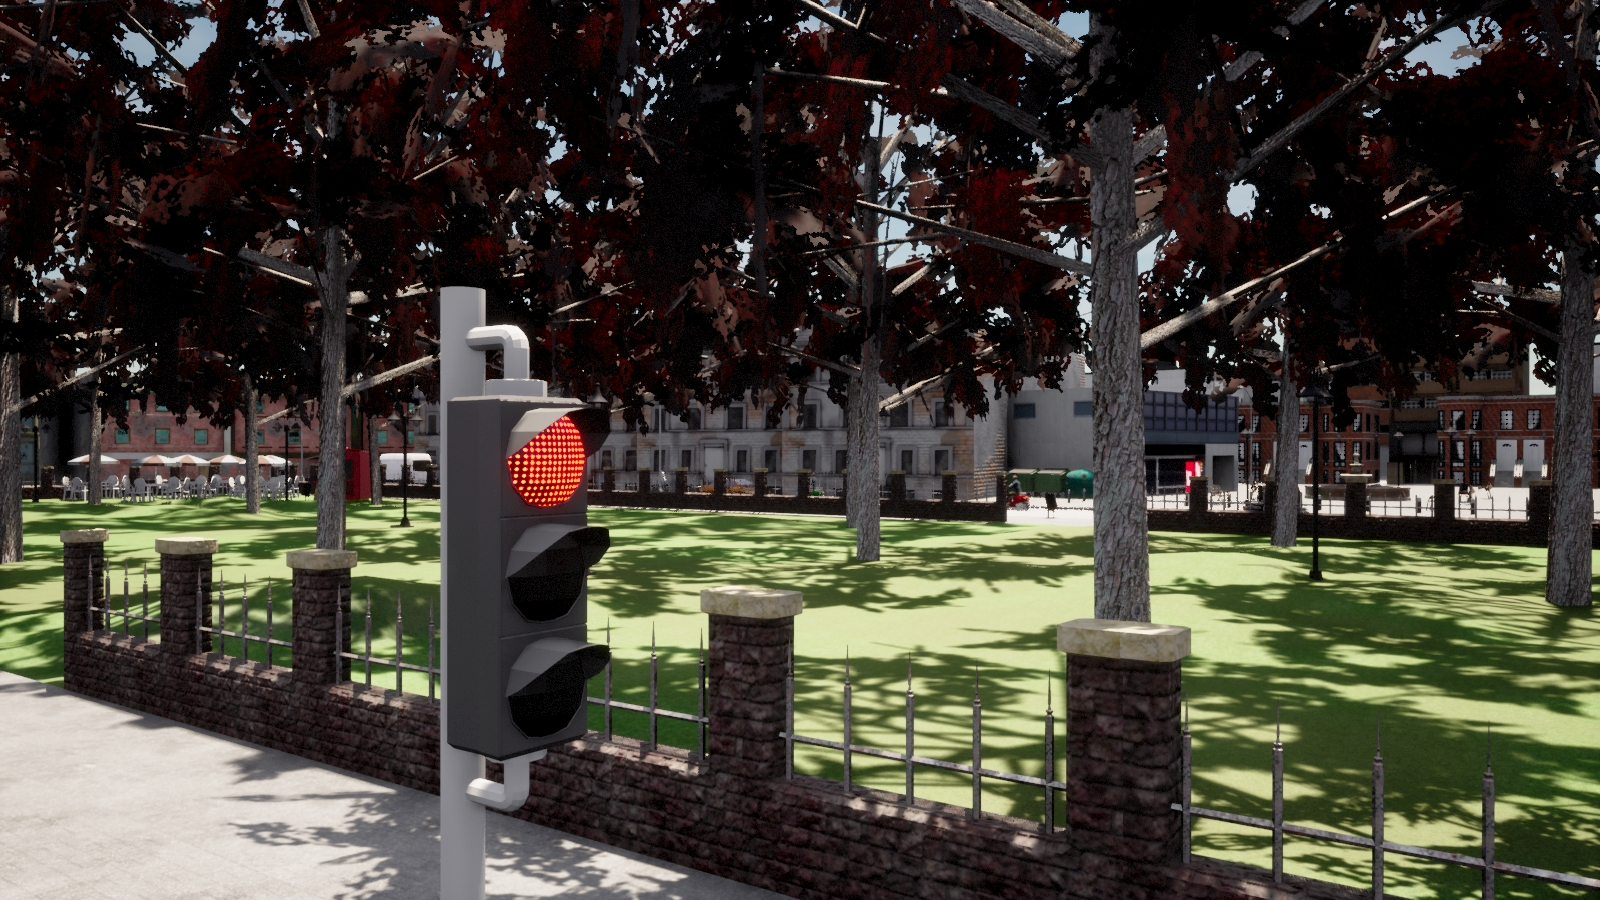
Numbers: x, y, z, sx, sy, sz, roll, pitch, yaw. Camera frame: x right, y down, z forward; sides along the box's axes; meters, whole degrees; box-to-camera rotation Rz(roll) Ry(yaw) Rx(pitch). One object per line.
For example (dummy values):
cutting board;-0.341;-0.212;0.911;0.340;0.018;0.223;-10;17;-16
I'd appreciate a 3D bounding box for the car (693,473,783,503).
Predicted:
car;-3.152;1.898;57.718;4.181;1.385;1.994;0;0;36

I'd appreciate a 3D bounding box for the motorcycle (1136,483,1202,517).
motorcycle;14.483;1.949;44.898;2.356;1.277;0.764;0;0;36

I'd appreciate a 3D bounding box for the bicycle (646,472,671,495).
bicycle;-8.222;1.936;66.342;1.643;1.296;0.373;0;0;36

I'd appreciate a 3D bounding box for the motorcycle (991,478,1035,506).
motorcycle;9.901;1.962;53.148;1.805;1.236;0.856;0;0;36

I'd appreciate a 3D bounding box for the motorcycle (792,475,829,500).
motorcycle;0.561;1.962;59.940;1.805;1.236;0.856;0;0;36
